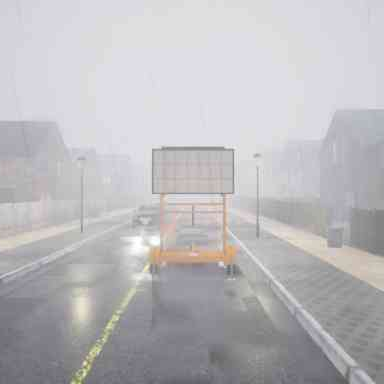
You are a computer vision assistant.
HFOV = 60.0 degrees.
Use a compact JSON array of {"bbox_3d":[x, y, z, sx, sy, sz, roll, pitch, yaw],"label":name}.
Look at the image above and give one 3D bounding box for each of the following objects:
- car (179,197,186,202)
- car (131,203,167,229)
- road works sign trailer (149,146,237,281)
[{"bbox_3d":[-2.516,2.034,89.156,1.994,1.385,4.181,0,-1,0],"label":"car"},{"bbox_3d":[-2.694,1.509,21.657,2.128,1.511,4.902,0,0,0],"label":"car"},{"bbox_3d":[0.031,0.465,9.831,2.380,3.560,2.880,0,0,1],"label":"road works sign trailer"}]
